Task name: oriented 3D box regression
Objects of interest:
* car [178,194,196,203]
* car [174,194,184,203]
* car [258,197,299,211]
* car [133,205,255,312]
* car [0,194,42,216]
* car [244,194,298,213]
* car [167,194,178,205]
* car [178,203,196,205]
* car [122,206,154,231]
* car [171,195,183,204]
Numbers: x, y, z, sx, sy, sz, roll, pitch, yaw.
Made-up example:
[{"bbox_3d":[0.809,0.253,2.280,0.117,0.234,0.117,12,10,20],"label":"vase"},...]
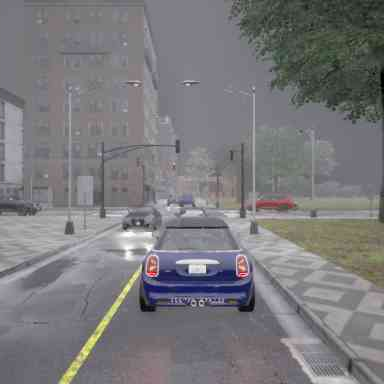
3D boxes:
[{"bbox_3d":[-0.583,1.287,52.273,2.150,2.045,5.566,0,0,2],"label":"car"},{"bbox_3d":[-2.915,1.374,76.118,2.150,2.045,5.566,0,0,0],"label":"car"},{"bbox_3d":[10.650,1.448,41.174,4.553,1.767,2.097,0,-1,0],"label":"car"},{"bbox_3d":[0.094,1.355,7.877,2.097,1.767,4.553,0,0,0],"label":"car"},{"bbox_3d":[-17.133,1.190,31.120,5.566,2.045,2.150,0,-1,0],"label":"car"},{"bbox_3d":[8.584,1.279,37.772,5.566,2.045,2.150,0,-1,-3],"label":"car"},{"bbox_3d":[-2.976,1.297,55.732,2.150,2.045,5.566,0,0,-2],"label":"car"},{"bbox_3d":[0.020,1.537,17.550,1.812,1.442,4.674,0,0,1],"label":"car"},{"bbox_3d":[-3.016,1.578,20.740,1.994,1.385,4.181,0,0,1],"label":"car"},{"bbox_3d":[-2.926,1.460,65.529,2.097,1.767,4.553,0,0,0],"label":"car"}]
